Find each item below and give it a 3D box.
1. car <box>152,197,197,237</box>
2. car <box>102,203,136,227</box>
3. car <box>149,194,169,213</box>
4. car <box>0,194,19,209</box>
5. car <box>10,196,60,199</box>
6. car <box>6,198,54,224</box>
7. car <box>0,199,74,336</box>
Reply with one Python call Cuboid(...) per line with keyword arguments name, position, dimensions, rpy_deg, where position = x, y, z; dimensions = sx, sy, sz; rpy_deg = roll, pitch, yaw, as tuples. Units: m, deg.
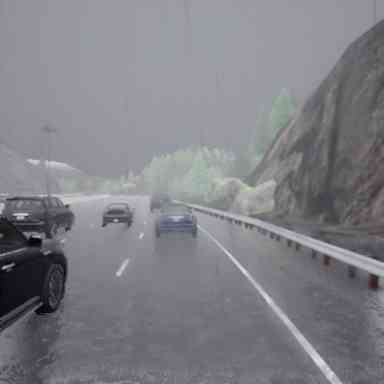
Cuboid(name="car", position=(-0.952, 1.355, 18.101), dimensions=(2.097, 1.767, 4.553), rpy_deg=(0, 0, -5))
Cuboid(name="car", position=(-5.009, 1.516, 22.984), dimensions=(1.837, 1.490, 4.892), rpy_deg=(0, 0, -7))
Cuboid(name="car", position=(-3.598, 1.231, 37.747), dimensions=(2.150, 2.045, 5.566), rpy_deg=(0, 0, -9))
Cuboid(name="car", position=(-26.398, 1.278, 46.555), dimensions=(2.150, 2.045, 5.566), rpy_deg=(0, 0, -8))
Cuboid(name="car", position=(-7.884, 1.239, 17.456), dimensions=(2.150, 2.045, 5.566), rpy_deg=(0, 0, -6))
Cuboid(name="car", position=(-12.465, 1.379, 25.943), dimensions=(2.097, 1.767, 4.553), rpy_deg=(0, 0, -8))
Cuboid(name="car", position=(-3.549, 1.229, 4.434), dimensions=(2.150, 2.045, 5.566), rpy_deg=(0, 0, -1))
